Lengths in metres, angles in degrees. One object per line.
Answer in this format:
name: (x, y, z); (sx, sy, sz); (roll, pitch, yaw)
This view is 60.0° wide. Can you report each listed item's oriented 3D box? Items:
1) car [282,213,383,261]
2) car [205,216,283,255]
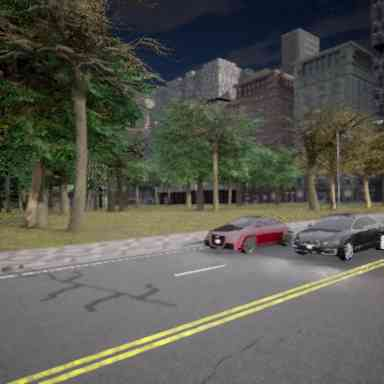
car: (5.825, 1.603, 12.818); (4.892, 1.490, 1.837); (0, -1, -40)
car: (2.535, 1.731, 14.303); (4.181, 1.385, 1.994); (0, -1, -40)
